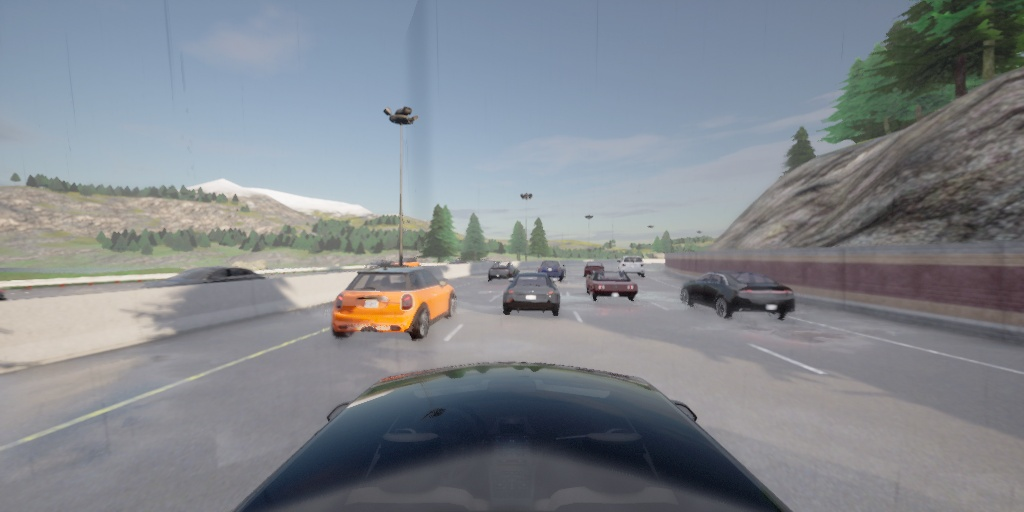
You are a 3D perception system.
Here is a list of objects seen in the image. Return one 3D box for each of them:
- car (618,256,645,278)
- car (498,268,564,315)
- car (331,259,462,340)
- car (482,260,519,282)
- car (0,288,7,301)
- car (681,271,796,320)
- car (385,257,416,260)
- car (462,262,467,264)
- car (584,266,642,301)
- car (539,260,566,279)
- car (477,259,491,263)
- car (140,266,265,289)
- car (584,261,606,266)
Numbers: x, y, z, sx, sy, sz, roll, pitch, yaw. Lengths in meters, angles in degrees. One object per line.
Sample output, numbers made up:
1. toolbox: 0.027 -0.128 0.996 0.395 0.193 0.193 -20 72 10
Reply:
1. car: 11.783 1.014 35.451 2.150 2.045 5.566 0 0 15
2. car: 0.782 1.319 13.677 1.994 1.385 4.181 0 0 5
3. car: -3.007 1.094 10.134 2.097 1.767 4.553 0 0 3
4. car: -0.582 1.245 28.525 2.128 1.511 4.902 0 0 11
5. car: -17.236 1.262 9.737 1.994 1.385 4.181 0 0 4
6. car: 7.709 1.268 12.778 2.128 1.511 4.902 0 0 5
7. car: -14.068 1.067 47.294 2.097 1.767 4.553 0 0 17
8. car: -8.282 1.298 53.631 1.994 1.385 4.181 0 0 20
9. car: 4.676 1.368 17.487 1.895 1.301 4.718 0 0 7
10. car: 3.472 1.118 30.766 2.097 1.767 4.553 0 0 12
11. car: -4.070 1.239 54.932 2.128 1.511 4.902 0 0 21
12. car: -13.270 1.216 15.737 1.837 1.490 4.892 0 0 6
13. car: 8.115 1.259 35.177 1.882 1.535 5.008 0 0 14
